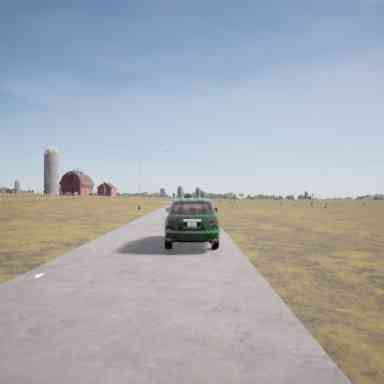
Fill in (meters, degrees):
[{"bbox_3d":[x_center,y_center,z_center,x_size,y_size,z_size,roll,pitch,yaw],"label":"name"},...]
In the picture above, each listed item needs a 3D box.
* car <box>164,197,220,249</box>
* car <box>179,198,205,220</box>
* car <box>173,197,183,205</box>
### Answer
[{"bbox_3d":[0.000,1.277,14.687,2.150,2.045,5.566,0,0,0],"label":"car"},{"bbox_3d":[0.000,1.430,29.630,2.097,1.767,4.553,0,0,0],"label":"car"},{"bbox_3d":[-2.750,1.691,65.666,1.882,1.535,5.008,0,0,0],"label":"car"}]
